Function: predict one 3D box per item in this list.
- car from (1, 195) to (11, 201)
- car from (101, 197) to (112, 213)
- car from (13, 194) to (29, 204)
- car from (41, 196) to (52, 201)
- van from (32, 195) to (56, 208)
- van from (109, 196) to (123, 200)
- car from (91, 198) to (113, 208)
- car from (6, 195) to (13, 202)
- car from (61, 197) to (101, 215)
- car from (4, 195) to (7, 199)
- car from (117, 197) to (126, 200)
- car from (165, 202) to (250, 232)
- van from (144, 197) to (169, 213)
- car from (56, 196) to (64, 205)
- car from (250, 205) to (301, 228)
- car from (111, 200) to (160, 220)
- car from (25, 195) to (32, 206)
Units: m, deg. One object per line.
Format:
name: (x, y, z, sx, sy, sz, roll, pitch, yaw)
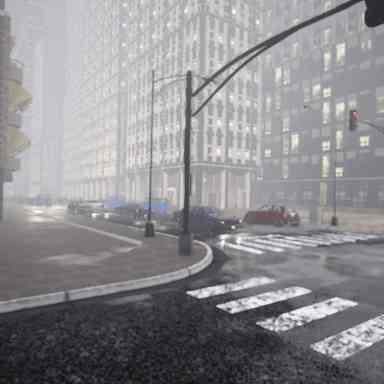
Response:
car: (-46.715, 1.416, 83.417, 1.752, 1.417, 4.829, 2, -1, -35)
car: (-10.918, 1.515, 37.128, 1.812, 1.442, 4.674, 2, -1, -35)
car: (-30.538, 1.207, 60.470, 2.192, 1.841, 5.009, 2, -1, -35)
car: (-36.710, 1.668, 83.761, 1.802, 1.307, 4.206, 2, -1, -35)
van: (-20.777, 1.249, 46.618, 1.690, 1.788, 3.998, 2, -1, -35)
van: (-10.674, 1.467, 46.826, 1.690, 1.788, 3.998, 2, -1, -35)
car: (-13.934, 1.685, 51.440, 1.947, 1.339, 4.313, 2, -1, -35)
car: (-37.050, 1.448, 69.702, 1.947, 1.339, 4.313, 2, -1, -35)
car: (-11.021, 1.480, 32.763, 2.008, 1.369, 4.403, 2, -1, -35)
car: (-40.303, 1.429, 74.319, 2.008, 1.369, 4.403, 2, -1, -35)
car: (-7.426, 1.683, 42.206, 2.008, 1.369, 4.403, 2, -1, -35)
car: (0.751, 1.566, 20.560, 2.033, 1.411, 5.357, 2, -1, -35)
van: (-4.167, 1.481, 37.591, 1.690, 1.788, 3.998, 2, -1, -35)
car: (-24.272, 1.517, 61.619, 1.882, 1.535, 5.008, 2, -1, -35)
car: (5.592, 1.604, 23.738, 1.967, 1.590, 4.097, 2, -1, -35)
car: (-4.994, 1.604, 28.708, 1.895, 1.301, 4.718, 2, -1, -35)
car: (-24.036, 1.484, 51.232, 1.802, 1.307, 4.206, 2, -1, -35)
